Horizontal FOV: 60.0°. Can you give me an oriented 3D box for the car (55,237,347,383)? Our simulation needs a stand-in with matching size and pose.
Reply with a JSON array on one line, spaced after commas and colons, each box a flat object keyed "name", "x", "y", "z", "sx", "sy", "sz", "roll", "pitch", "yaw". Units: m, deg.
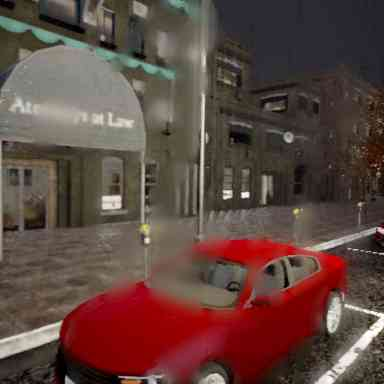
[{"name": "car", "x": 0.551, "y": 1.371, "z": 4.412, "sx": 1.887, "sy": 1.381, "sz": 4.507, "roll": 3, "pitch": 3, "yaw": 44}]

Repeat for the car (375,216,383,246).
[{"name": "car", "x": 8.239, "y": 1.288, "z": 12.414, "sx": 1.802, "sy": 1.307, "sz": 4.206, "roll": 3, "pitch": 3, "yaw": 44}]
